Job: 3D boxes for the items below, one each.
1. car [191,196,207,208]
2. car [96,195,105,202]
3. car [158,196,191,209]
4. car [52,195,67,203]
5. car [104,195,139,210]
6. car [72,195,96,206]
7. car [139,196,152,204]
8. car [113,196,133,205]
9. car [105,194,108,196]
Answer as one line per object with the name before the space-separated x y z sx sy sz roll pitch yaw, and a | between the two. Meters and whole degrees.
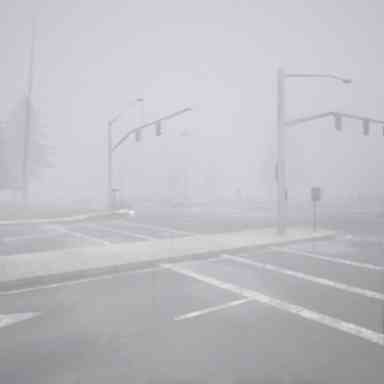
car | 0.126 1.332 45.722 1.812 1.442 4.674 -1 0 -35
car | -20.322 1.325 68.958 1.837 1.490 4.892 -1 0 -35
car | -2.544 1.432 43.429 1.895 1.301 4.718 -1 0 -35
car | -25.591 1.374 64.279 1.837 1.490 4.892 -1 0 -35
car | -8.519 1.446 39.755 1.994 1.385 4.181 -1 0 -35
car | -17.172 1.482 52.126 1.895 1.301 4.718 -1 0 -35
car | -8.995 1.352 58.790 2.033 1.411 5.357 -1 0 -35
car | -11.791 1.394 56.665 1.994 1.385 4.181 -1 0 -35
car | -17.801 1.280 71.459 1.837 1.490 4.892 -1 0 -35
